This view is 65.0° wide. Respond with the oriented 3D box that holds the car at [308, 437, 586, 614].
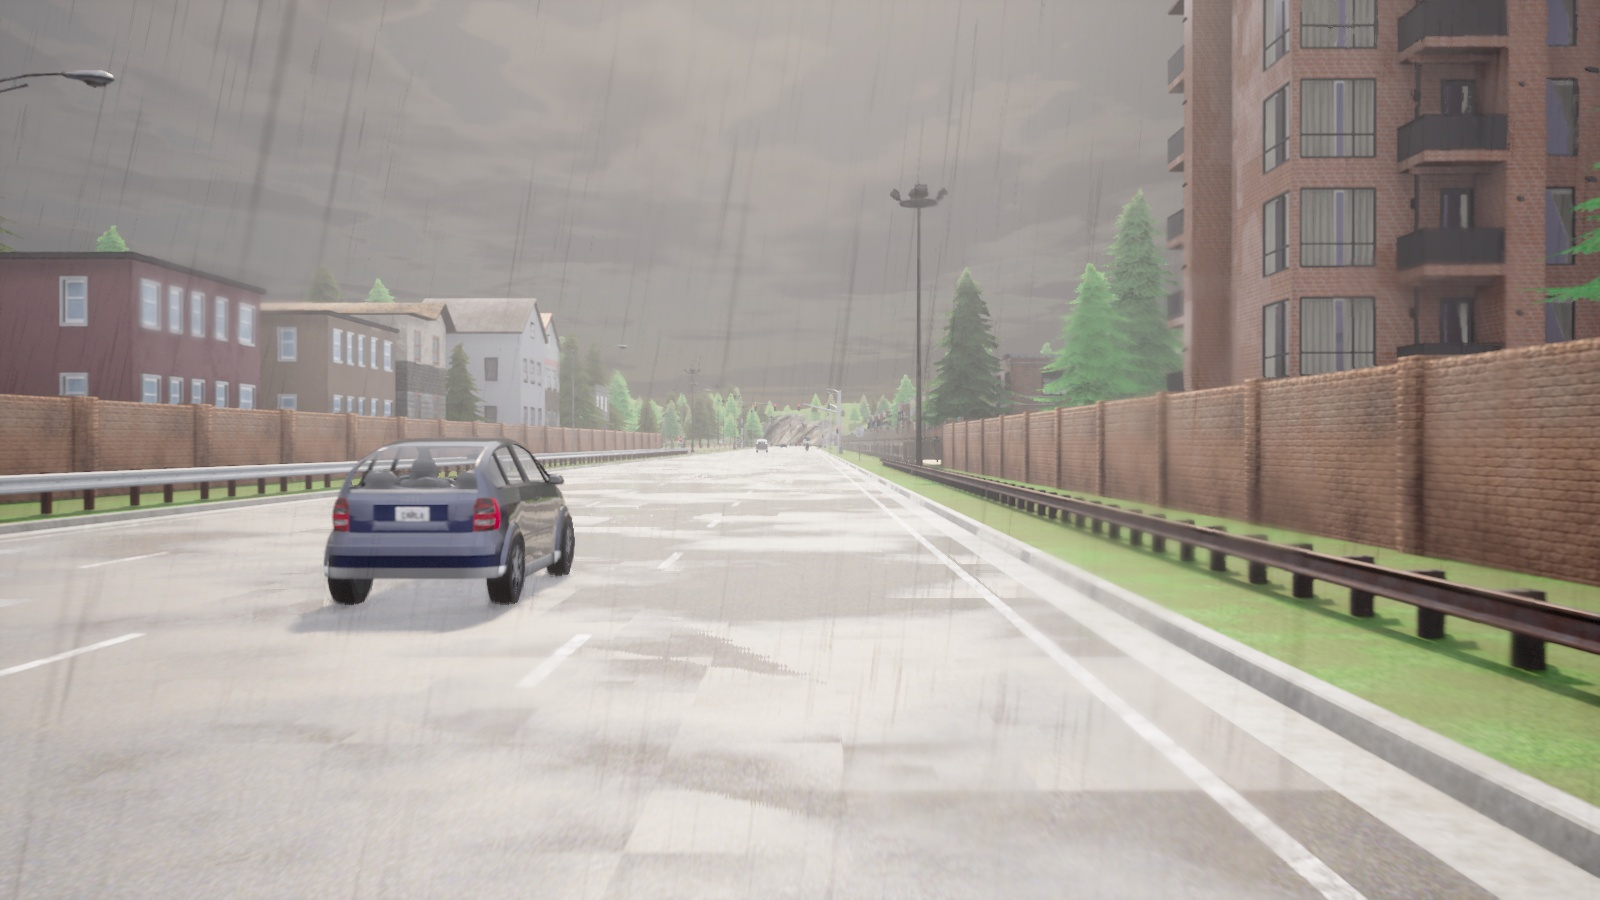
[{"bbox_3d":[-3.412,0.650,12.880,1.789,1.549,3.705,0,0,0],"label":"car"}]
